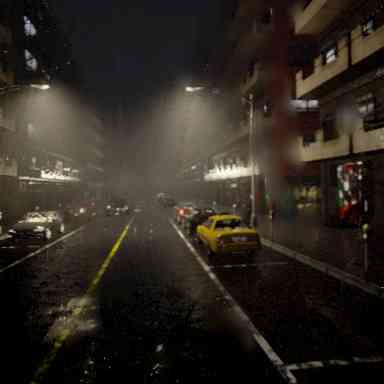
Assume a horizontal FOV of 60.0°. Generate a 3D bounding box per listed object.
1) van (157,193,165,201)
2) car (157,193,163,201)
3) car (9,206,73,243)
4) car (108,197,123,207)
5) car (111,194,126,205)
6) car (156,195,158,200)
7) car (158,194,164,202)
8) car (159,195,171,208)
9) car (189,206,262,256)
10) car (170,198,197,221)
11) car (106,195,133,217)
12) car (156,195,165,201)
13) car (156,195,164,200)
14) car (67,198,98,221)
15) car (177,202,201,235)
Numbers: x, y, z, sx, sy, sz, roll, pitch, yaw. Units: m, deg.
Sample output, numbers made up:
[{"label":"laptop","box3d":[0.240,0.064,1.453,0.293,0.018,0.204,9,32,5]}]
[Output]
[{"label":"van","box3d":[-7.376,1.233,79.209,1.690,1.788,3.998,-2,0,-7]},{"label":"car","box3d":[-4.528,1.426,57.154,1.752,1.417,4.829,-2,0,-7]},{"label":"car","box3d":[-7.809,1.678,17.051,2.008,1.369,4.403,-2,0,-7]},{"label":"car","box3d":[-12.818,1.660,55.944,2.008,1.369,4.403,-2,0,-7]},{"label":"car","box3d":[-13.542,1.422,61.499,2.192,1.841,5.009,-2,0,-7]},{"label":"car","box3d":[-5.940,1.336,68.098,1.967,1.590,4.097,-2,0,-7]},{"label":"car","box3d":[-3.790,1.454,51.430,2.008,1.369,4.403,-2,0,-7]},{"label":"car","box3d":[-3.073,1.472,45.873,1.947,1.339,4.313,-2,0,-7]},{"label":"car","box3d":[1.197,1.448,12.705,1.752,1.417,4.829,-2,0,-7]},{"label":"car","box3d":[-0.216,1.357,23.648,1.967,1.590,4.097,-2,0,-7]},{"label":"car","box3d":[-7.037,1.405,32.158,2.097,1.767,4.553,-1,0,-7]},{"label":"car","box3d":[-8.083,1.441,84.766,2.008,1.369,4.403,-2,0,-7]},{"label":"car","box3d":[-8.799,1.433,90.322,1.887,1.381,4.507,-2,0,-7]},{"label":"car","box3d":[-9.249,1.437,28.162,2.192,1.841,5.009,-2,0,-7]},{"label":"car","box3d":[0.504,1.485,18.092,1.947,1.339,4.313,-2,0,-7]}]
